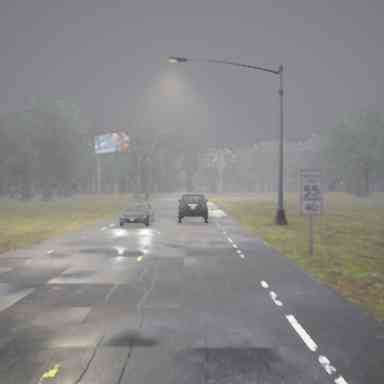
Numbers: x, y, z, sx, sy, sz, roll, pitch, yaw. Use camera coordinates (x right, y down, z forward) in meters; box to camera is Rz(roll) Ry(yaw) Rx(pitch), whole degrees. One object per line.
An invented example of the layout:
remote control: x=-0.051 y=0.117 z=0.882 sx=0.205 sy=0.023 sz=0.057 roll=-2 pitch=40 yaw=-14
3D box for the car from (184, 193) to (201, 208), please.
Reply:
car: x=0.091 y=1.011 z=42.796 sx=2.097 sy=1.767 sz=4.553 roll=0 pitch=1 yaw=0

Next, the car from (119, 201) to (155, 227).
car: x=-3.571 y=1.419 z=22.268 sx=1.837 sy=1.490 sz=4.892 roll=0 pitch=0 yaw=0

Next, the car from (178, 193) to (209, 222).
car: x=0.083 y=1.109 z=25.239 sx=2.150 sy=2.045 sz=5.566 roll=0 pitch=1 yaw=0
